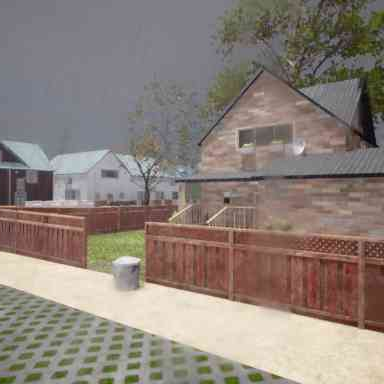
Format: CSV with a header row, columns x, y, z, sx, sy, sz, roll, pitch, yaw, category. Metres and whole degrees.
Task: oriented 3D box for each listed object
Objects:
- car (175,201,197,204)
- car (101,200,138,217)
x,y,z,sx,sy,sz,roll,pitch,yaw,category
-1.000,1.807,39.172,2.128,1.511,4.902,0,0,37,car
-6.970,1.574,31.203,2.097,1.767,4.553,0,-1,37,car
